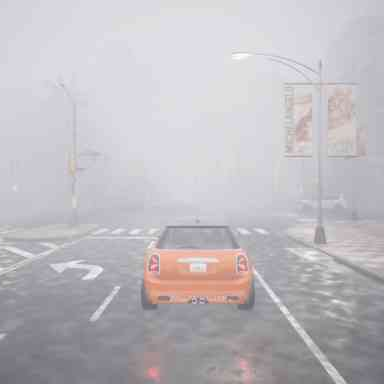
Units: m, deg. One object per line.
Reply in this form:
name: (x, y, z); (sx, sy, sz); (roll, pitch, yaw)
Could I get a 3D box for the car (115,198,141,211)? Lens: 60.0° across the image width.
car: (-6.764, 1.492, 40.086); (4.902, 1.511, 2.128); (0, 0, 1)

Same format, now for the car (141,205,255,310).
car: (0.112, 1.352, 7.994); (2.097, 1.767, 4.553); (0, 0, 0)

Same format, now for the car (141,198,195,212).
car: (-2.218, 1.548, 34.696); (5.357, 1.411, 2.033); (0, 0, -23)

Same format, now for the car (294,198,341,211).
car: (15.002, 1.504, 39.862); (4.892, 1.490, 1.837); (0, 0, 1)

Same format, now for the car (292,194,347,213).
car: (13.922, 1.220, 36.380); (5.566, 2.045, 2.150); (0, 0, 1)
